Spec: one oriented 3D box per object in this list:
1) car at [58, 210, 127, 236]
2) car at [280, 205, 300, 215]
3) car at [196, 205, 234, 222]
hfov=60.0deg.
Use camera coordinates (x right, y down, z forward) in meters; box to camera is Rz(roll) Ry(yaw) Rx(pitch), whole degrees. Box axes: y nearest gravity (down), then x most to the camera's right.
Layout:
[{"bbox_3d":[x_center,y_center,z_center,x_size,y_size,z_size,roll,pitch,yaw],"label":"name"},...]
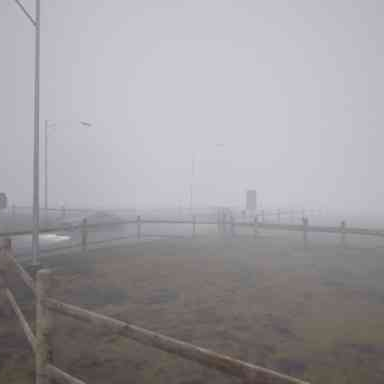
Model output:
[{"bbox_3d":[-5.994,1.823,20.409,1.994,1.385,4.181,1,0,35],"label":"car"},{"bbox_3d":[14.580,2.679,49.490,2.033,1.411,5.357,1,-1,35],"label":"car"},{"bbox_3d":[2.296,2.058,32.201,1.882,1.535,5.008,1,-1,35],"label":"car"}]
